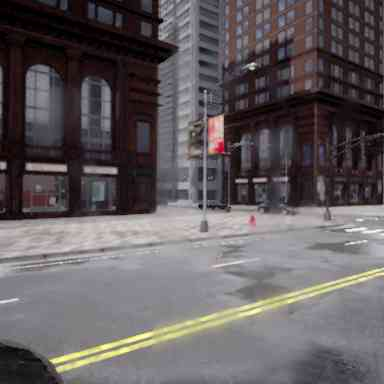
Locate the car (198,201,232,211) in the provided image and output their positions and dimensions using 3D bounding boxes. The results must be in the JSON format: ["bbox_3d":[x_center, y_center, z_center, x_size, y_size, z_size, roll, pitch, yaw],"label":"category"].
[{"bbox_3d":[2.802,1.734,41.521,1.895,1.301,4.718,1,-1,-35],"label":"car"}]

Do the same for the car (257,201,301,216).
[{"bbox_3d":[8.611,1.612,33.345,1.812,1.442,4.674,1,-1,-36],"label":"car"}]

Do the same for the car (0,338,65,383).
[{"bbox_3d":[-3.005,1.497,1.299,4.902,1.511,2.128,0,0,-35],"label":"car"}]

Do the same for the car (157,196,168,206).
[{"bbox_3d":[-6.190,1.606,59.679,2.097,1.767,4.553,1,-1,-35],"label":"car"}]
